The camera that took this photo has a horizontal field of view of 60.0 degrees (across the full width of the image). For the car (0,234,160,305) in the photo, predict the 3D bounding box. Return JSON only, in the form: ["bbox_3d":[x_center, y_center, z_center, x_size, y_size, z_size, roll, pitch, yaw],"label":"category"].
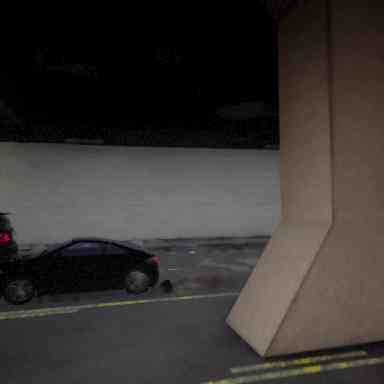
[{"bbox_3d":[-2.947,1.889,8.732,4.181,1.385,1.994,0,-2,-15],"label":"car"}]

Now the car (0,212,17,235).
[{"bbox_3d":[-8.710,1.679,10.699,5.566,2.045,2.150,0,-2,-18],"label":"car"}]
